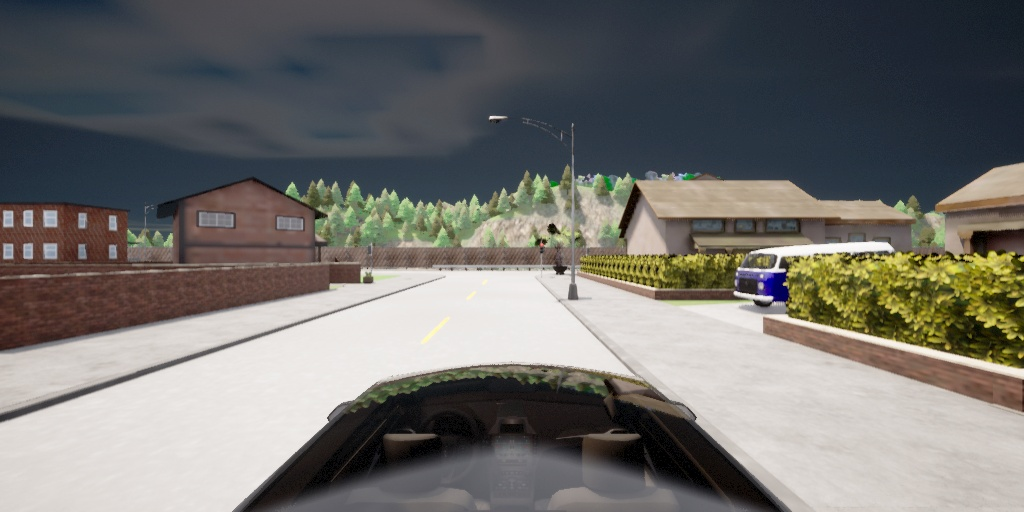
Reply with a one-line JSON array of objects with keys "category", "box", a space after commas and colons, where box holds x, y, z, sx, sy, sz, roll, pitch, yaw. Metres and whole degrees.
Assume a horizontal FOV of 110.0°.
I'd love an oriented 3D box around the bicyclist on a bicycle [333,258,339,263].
[{"category": "bicyclist on a bicycle", "box": [-23.991, 1.073, 48.990, 0.582, 1.620, 1.656, 0, 0, 0]}]
